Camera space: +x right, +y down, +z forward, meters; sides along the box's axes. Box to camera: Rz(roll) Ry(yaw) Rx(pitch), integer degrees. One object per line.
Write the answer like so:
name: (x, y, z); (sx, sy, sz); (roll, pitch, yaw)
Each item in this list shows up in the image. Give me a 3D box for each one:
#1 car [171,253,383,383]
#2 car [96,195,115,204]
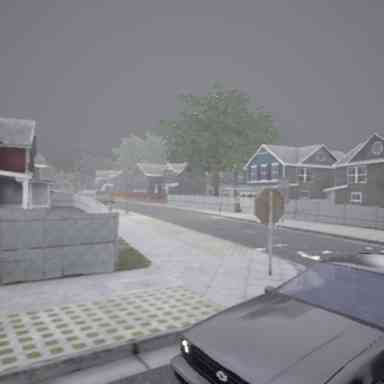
car: (2.440, 1.598, 4.380); (5.357, 1.411, 2.033); (1, 0, -33)
car: (-13.395, 1.108, 50.764); (2.033, 1.411, 5.357); (1, 0, -31)
